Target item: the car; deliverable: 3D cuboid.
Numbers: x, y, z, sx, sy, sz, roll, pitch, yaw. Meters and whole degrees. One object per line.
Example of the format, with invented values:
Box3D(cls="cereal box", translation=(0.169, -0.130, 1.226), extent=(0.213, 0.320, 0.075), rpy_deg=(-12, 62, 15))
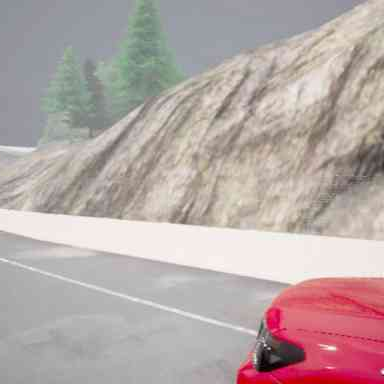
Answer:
Box3D(cls="car", translation=(3.031, 1.231, 1.882), extent=(5.566, 2.045, 2.150), rpy_deg=(0, 0, 35))
